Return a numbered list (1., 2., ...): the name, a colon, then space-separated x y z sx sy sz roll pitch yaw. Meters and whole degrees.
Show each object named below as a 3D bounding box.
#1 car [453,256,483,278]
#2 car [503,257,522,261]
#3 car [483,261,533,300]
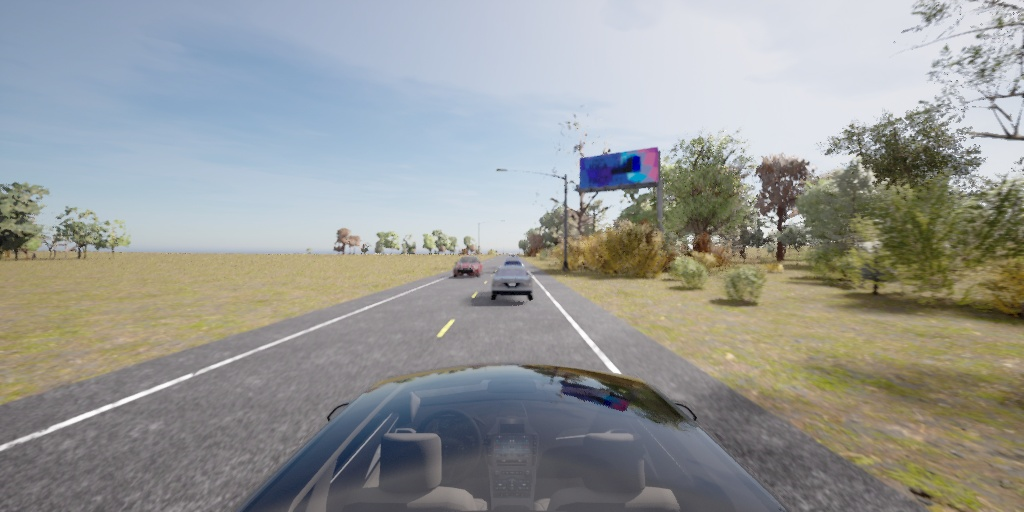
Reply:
1. car: -3.531 0.810 29.474 2.097 1.767 4.553 0 1 0
2. car: 0.078 0.834 39.212 1.882 1.535 5.008 0 1 0
3. car: 0.025 1.141 16.653 2.033 1.411 5.357 0 1 1
